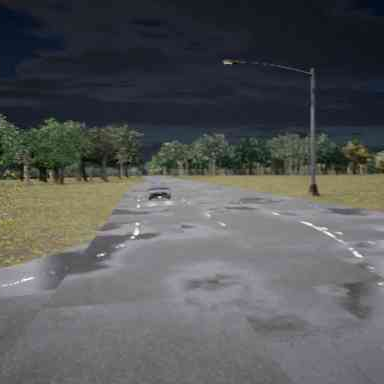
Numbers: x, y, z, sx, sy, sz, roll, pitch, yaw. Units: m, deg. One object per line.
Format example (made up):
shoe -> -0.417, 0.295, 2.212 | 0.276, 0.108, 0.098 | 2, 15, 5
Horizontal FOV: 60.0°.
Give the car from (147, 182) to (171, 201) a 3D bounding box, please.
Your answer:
car -> -2.923, -0.119, 28.834 | 2.033, 1.411, 5.357 | -2, 4, -8
